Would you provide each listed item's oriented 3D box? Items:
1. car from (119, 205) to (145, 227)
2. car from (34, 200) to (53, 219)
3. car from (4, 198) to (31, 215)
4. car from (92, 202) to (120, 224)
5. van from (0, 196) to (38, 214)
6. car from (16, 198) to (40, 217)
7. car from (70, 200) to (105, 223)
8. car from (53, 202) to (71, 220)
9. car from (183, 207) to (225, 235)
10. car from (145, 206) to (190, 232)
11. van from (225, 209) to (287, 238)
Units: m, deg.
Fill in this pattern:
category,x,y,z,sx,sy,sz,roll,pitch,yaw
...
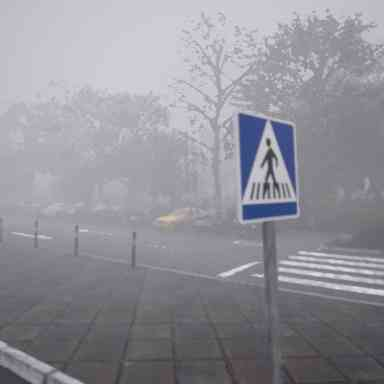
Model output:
category,x,y,z,sx,sy,sz,roll,pitch,yaw
car,-2.657,1.785,24.676,2.163,1.488,4.792,0,0,35
car,-11.719,1.728,31.087,2.002,1.452,4.674,0,0,35
car,-16.244,1.696,34.305,2.002,1.452,4.674,0,0,35
car,-4.937,1.739,26.256,2.231,1.521,4.892,0,0,35
van,-18.434,1.414,36.011,1.878,1.987,4.442,0,0,35
car,-13.982,1.672,32.693,2.097,1.535,5.008,0,0,35
car,-7.192,1.721,27.874,2.097,1.535,5.008,0,0,35
car,-9.438,1.579,29.504,2.185,1.767,4.553,0,0,35
car,1.867,1.820,21.457,2.163,1.488,4.792,0,0,35
car,-0.521,1.770,22.892,1.946,1.575,5.366,0,0,35
van,4.043,1.582,19.729,1.878,1.987,4.442,0,0,35
